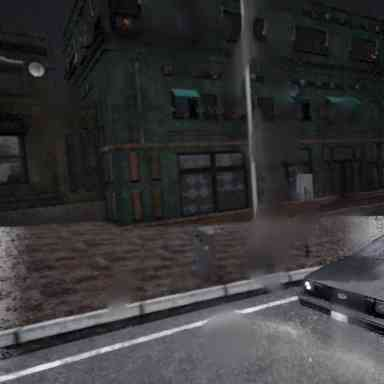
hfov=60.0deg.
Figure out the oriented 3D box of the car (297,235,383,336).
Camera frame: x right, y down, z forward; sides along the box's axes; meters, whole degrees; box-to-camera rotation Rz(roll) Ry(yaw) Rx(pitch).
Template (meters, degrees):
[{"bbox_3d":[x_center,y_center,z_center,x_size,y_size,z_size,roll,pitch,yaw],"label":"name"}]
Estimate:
[{"bbox_3d":[4.518,1.512,6.481,5.357,1.411,2.033,0,1,-32],"label":"car"}]
